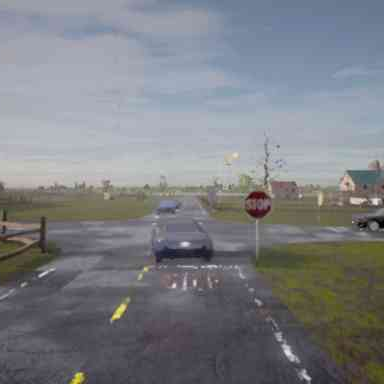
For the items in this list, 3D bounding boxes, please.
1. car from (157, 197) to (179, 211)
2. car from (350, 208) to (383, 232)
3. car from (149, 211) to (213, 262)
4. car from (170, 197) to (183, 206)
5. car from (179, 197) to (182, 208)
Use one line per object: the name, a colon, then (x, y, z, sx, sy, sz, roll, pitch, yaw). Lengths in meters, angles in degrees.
car: (-2.782, 1.613, 36.959, 1.882, 1.535, 5.008, 0, 0, 0)
car: (13.028, 1.738, 21.792, 5.008, 1.535, 1.882, 1, 1, 0)
car: (-0.515, 1.618, 12.390, 1.994, 1.385, 4.181, 0, 0, -9)
car: (-2.738, 1.710, 59.386, 2.128, 1.511, 4.902, 0, 0, 1)
car: (-2.778, 1.736, 46.893, 1.994, 1.385, 4.181, 0, 0, 0)
